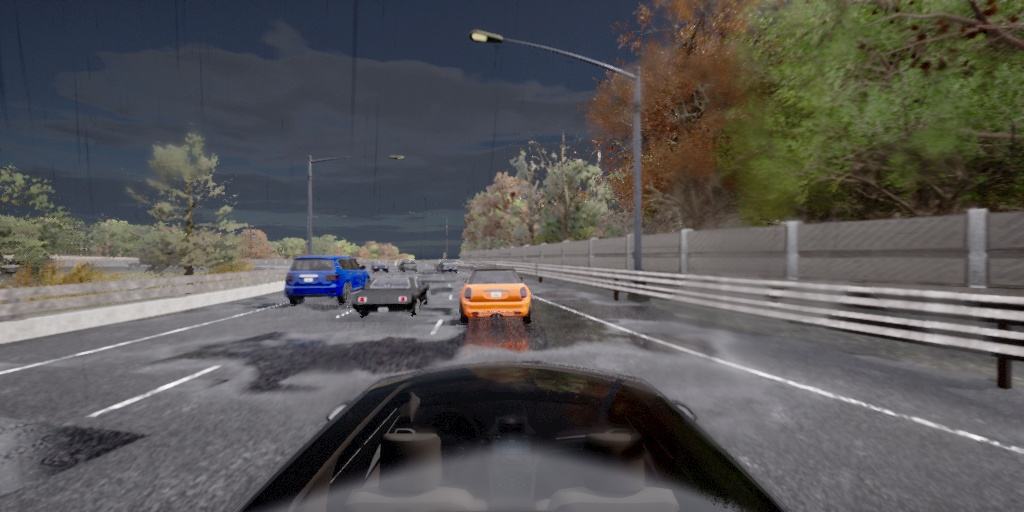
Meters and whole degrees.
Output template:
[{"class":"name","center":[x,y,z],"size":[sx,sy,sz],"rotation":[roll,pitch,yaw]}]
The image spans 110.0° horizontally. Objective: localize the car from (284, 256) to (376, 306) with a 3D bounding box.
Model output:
[{"class":"car","center":[-8.121,1.006,16.311],"size":[2.150,2.045,5.566],"rotation":[0,0,-8]}]

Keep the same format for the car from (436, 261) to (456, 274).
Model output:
[{"class":"car","center":[-7.687,1.337,41.999],"size":[2.033,1.411,5.357],"rotation":[0,0,-21]}]

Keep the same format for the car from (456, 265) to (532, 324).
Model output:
[{"class":"car","center":[-0.625,1.107,12.196],"size":[2.097,1.767,4.553],"rotation":[0,0,-5]}]

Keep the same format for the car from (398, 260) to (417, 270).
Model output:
[{"class":"car","center":[-13.766,1.306,47.199],"size":[2.128,1.511,4.902],"rotation":[0,0,-25]}]

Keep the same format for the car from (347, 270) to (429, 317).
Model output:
[{"class":"car","center":[-4.211,1.370,13.276],"size":[1.895,1.301,4.718],"rotation":[0,0,-6]}]

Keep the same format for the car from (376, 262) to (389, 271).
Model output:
[{"class":"car","center":[-16.968,1.427,45.902],"size":[1.895,1.301,4.718],"rotation":[0,0,-25]}]
